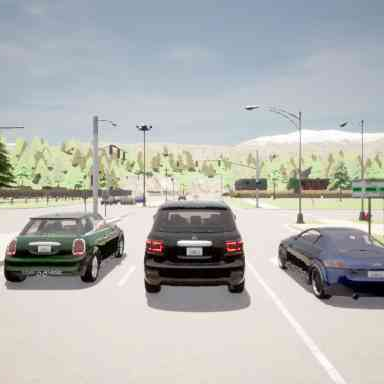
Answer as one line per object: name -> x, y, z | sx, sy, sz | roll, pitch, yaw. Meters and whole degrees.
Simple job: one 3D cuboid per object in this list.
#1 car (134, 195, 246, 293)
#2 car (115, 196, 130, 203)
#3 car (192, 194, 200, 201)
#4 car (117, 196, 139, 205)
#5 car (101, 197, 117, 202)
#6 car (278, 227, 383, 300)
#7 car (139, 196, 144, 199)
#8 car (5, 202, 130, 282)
car -> 0.069, 1.221, 8.988 | 2.150, 2.045, 5.566 | 0, 0, 0
car -> -14.188, 1.540, 68.210 | 2.033, 1.411, 5.357 | 0, 0, 1
car -> 1.060, 1.311, 83.335 | 1.882, 1.535, 5.008 | 0, 0, 1
car -> -10.948, 1.564, 57.277 | 1.994, 1.385, 4.181 | 0, 0, 1
car -> -14.430, 1.547, 58.154 | 2.033, 1.411, 5.357 | 0, 0, 1
car -> 3.572, 1.564, 8.444 | 1.994, 1.385, 4.181 | 0, 0, 0
car -> -10.684, 1.478, 68.476 | 1.882, 1.535, 5.008 | 0, 0, 1
car -> -3.424, 1.352, 9.881 | 2.097, 1.767, 4.553 | 0, 0, 0
